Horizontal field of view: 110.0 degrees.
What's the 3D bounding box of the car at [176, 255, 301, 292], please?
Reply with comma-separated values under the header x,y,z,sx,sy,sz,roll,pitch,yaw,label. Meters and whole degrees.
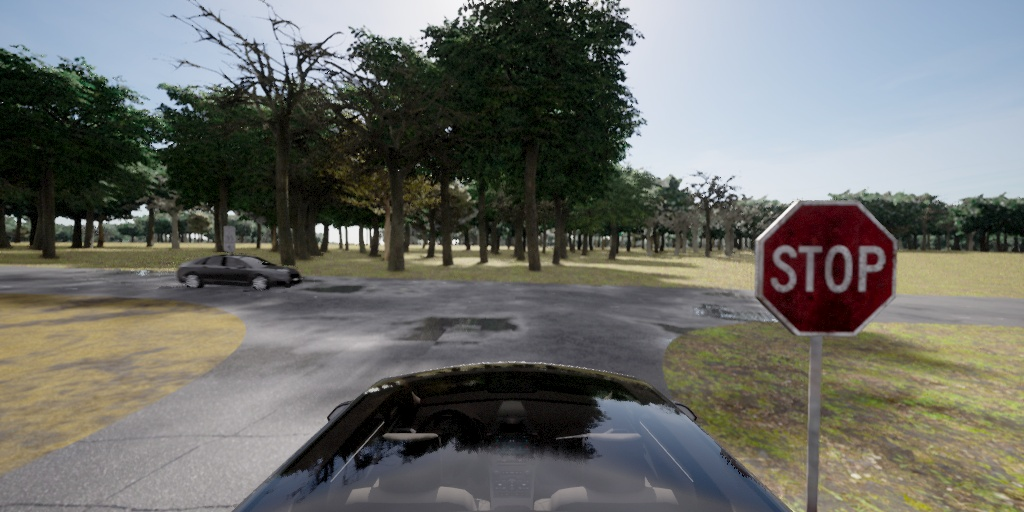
x,y,z,sx,sy,sz,roll,pitch,yaw,label
-12.102,0.714,16.057,4.892,1.490,1.837,2,1,1,car
